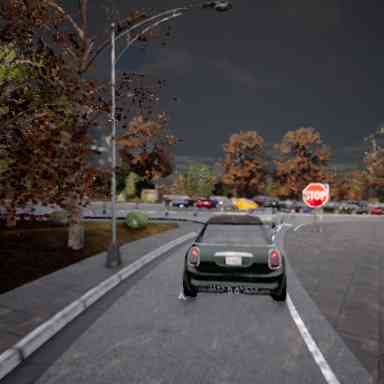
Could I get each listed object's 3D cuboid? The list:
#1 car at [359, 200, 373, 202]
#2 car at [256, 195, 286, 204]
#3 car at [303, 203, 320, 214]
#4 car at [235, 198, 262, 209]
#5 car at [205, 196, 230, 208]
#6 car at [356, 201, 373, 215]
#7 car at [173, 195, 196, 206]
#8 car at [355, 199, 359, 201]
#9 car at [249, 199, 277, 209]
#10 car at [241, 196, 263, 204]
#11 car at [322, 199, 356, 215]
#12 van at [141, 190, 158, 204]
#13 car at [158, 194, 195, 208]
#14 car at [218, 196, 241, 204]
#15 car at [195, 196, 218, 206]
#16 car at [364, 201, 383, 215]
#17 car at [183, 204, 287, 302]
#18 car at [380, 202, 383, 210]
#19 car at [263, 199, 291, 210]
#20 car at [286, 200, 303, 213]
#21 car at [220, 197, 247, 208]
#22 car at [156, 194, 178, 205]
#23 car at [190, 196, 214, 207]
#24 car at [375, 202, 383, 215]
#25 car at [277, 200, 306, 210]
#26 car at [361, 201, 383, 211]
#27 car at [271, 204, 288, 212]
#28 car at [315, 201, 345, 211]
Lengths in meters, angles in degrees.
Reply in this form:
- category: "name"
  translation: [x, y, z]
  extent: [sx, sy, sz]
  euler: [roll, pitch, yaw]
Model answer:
- category: "car"
  translation: [26.956, 2.421, 47.690]
  extent: [2.185, 1.767, 4.553]
  euler: [2, 0, -20]
- category: "car"
  translation: [8.608, 1.442, 41.131]
  extent: [2.435, 2.045, 5.566]
  euler: [3, -1, -20]
- category: "car"
  translation: [13.849, 2.017, 42.945]
  extent: [2.163, 1.488, 4.792]
  euler: [3, 0, -20]
- category: "car"
  translation: [9.283, 1.889, 55.203]
  extent: [2.163, 1.488, 4.792]
  euler: [3, -1, -20]
- category: "car"
  translation: [4.086, 1.566, 53.574]
  extent: [1.946, 1.575, 5.366]
  euler: [3, -1, -20]
- category: "car"
  translation: [21.723, 2.378, 45.758]
  extent: [2.163, 1.488, 4.792]
  euler: [2, 0, -20]
- category: "car"
  translation: [-1.217, 1.270, 51.485]
  extent: [2.002, 1.452, 4.674]
  euler: [4, -1, -20]
- category: "car"
  translation: [27.646, 2.586, 61.799]
  extent: [2.097, 1.535, 5.008]
  euler: [2, 0, -20]
- category: "car"
  translation: [11.902, 1.989, 56.164]
  extent: [2.097, 1.535, 5.008]
  euler: [3, 0, -20]
- category: "car"
  translation: [5.979, 1.531, 40.158]
  extent: [2.097, 1.535, 5.008]
  euler: [3, -1, -20]
- category: "car"
  translation: [19.107, 2.111, 44.820]
  extent: [2.185, 1.767, 4.553]
  euler: [3, 0, -20]
- category: "van"
  translation: [-6.286, 0.658, 49.533]
  extent: [1.878, 1.987, 4.442]
  euler: [4, 0, -20]
- category: "car"
  translation: [-1.861, 1.034, 37.330]
  extent: [2.163, 1.488, 4.792]
  euler: [4, -1, -20]
- category: "car"
  translation: [3.362, 1.235, 39.260]
  extent: [2.185, 1.767, 4.553]
  euler: [4, -1, -20]
- category: "car"
  translation: [0.735, 1.212, 38.321]
  extent: [2.163, 1.488, 4.792]
  euler: [4, -1, -20]
- category: "car"
  translation: [24.327, 2.481, 46.750]
  extent: [2.163, 1.488, 4.792]
  euler: [2, 0, -20]
- category: "car"
  translation: [1.109, 1.361, 8.548]
  extent: [2.097, 1.767, 4.553]
  euler: [0, 0, 8]
- category: "car"
  translation: [40.829, 2.853, 66.696]
  extent: [1.946, 1.575, 5.366]
  euler: [1, 0, -20]
- category: "car"
  translation: [14.527, 2.110, 57.102]
  extent: [2.097, 1.535, 5.008]
  euler: [3, 0, -20]
- category: "car"
  translation: [11.229, 1.846, 42.033]
  extent: [2.231, 1.521, 4.892]
  euler: [3, -1, -20]
- category: "car"
  translation: [6.715, 1.719, 54.513]
  extent: [1.946, 1.575, 5.366]
  euler: [3, -1, -20]
- category: "car"
  translation: [-3.834, 1.091, 50.549]
  extent: [2.002, 1.452, 4.674]
  euler: [4, -1, -20]
- category: "car"
  translation: [1.512, 1.438, 52.487]
  extent: [2.163, 1.488, 4.792]
  euler: [4, -1, -20]
- category: "car"
  translation: [29.572, 2.506, 48.625]
  extent: [2.185, 1.767, 4.553]
  euler: [2, 0, -20]
- category: "car"
  translation: [17.273, 2.229, 58.082]
  extent: [2.231, 1.521, 4.892]
  euler: [3, 0, -20]
- category: "car"
  translation: [35.521, 2.645, 64.637]
  extent: [2.185, 1.767, 4.553]
  euler: [1, 0, -20]
- category: "car"
  translation: [5.251, 1.727, 23.361]
  extent: [1.895, 1.301, 4.718]
  euler: [0, 0, 24]
- category: "car"
  translation: [25.084, 2.507, 60.681]
  extent: [1.946, 1.575, 5.366]
  euler: [2, 0, -20]
